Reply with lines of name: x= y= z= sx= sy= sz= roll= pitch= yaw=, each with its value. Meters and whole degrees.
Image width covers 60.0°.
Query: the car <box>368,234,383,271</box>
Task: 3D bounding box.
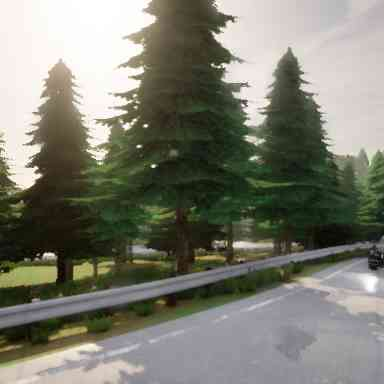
car: x=8.409 y=2.326 z=13.172 sx=1.837 sy=1.490 sz=4.892 roll=0 pitch=-5 yaw=40
